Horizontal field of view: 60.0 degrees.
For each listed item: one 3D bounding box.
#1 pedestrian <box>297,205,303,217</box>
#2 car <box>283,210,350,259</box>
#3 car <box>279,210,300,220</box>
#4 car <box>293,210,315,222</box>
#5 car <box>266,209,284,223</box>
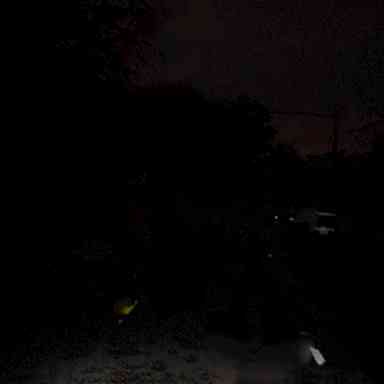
[{"bbox_3d":[4.989,1.567,15.446,0.375,1.860,0.375,5,-2,-1],"label":"pedestrian"},{"bbox_3d":[4.870,1.512,13.157,1.970,1.475,3.806,3,0,12],"label":"car"},{"bbox_3d":[14.622,3.480,49.755,1.895,1.301,4.718,2,-3,30],"label":"car"},{"bbox_3d":[14.806,3.147,43.797,1.837,1.490,4.892,2,-2,30],"label":"car"},{"bbox_3d":[8.508,2.370,31.944,1.994,1.385,4.181,2,-3,26],"label":"car"}]
